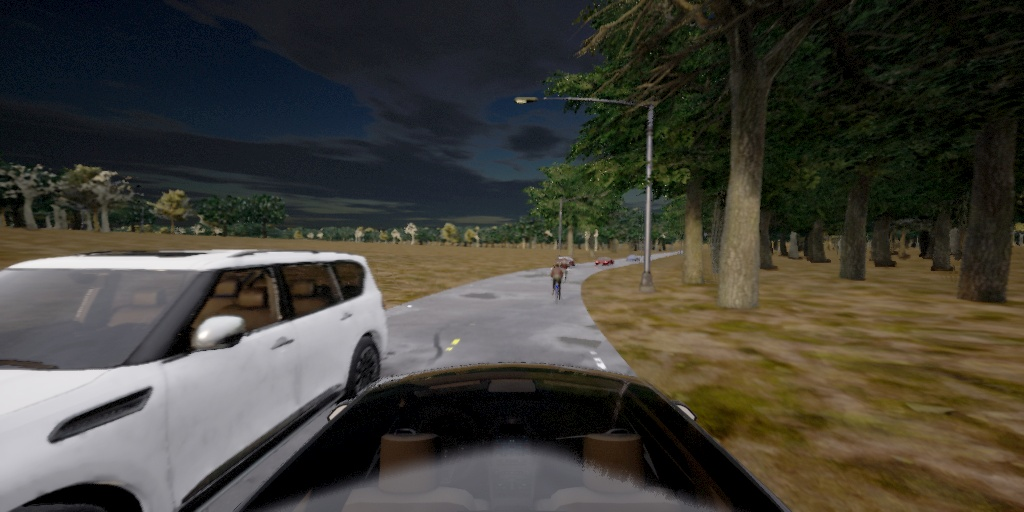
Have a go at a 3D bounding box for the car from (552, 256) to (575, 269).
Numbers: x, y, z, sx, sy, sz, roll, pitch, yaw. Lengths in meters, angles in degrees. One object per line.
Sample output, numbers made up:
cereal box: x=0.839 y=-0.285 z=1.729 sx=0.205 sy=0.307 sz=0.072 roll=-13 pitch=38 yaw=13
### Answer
car: x=6.515 y=0.735 z=44.630 sx=1.812 sy=1.442 sz=4.674 roll=2 pitch=2 yaw=25

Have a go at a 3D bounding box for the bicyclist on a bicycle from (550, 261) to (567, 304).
bicyclist on a bicycle: x=1.850 y=1.138 z=14.816 sx=0.582 sy=1.620 sz=1.656 roll=1 pitch=0 yaw=8

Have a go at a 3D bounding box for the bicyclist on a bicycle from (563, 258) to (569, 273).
bicyclist on a bicycle: x=3.406 y=0.976 z=23.361 sx=0.659 sy=1.776 sz=1.843 roll=1 pitch=1 yaw=12

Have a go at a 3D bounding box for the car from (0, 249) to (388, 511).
car: x=-2.990 y=0.948 z=3.204 sx=2.150 sy=2.045 sz=5.566 roll=0 pitch=0 yaw=2

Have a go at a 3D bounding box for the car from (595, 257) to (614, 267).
car: x=13.345 y=0.790 z=51.374 sx=1.895 sy=1.301 sz=4.718 roll=2 pitch=2 yaw=28
